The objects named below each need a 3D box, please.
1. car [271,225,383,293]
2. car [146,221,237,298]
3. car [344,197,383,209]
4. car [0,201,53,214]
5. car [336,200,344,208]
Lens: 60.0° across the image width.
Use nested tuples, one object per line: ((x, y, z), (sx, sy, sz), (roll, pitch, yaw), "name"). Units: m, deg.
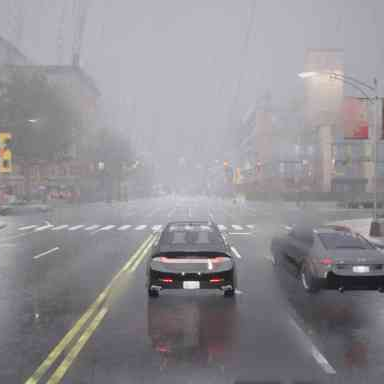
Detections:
((3.479, 1.564, 8.867), (1.994, 1.385, 4.181), (0, 0, 0), "car")
((-0.020, 1.492, 8.530), (2.128, 1.511, 4.902), (0, 0, 0), "car")
((23.014, 1.478, 43.096), (5.008, 1.535, 1.882), (0, 0, 0), "car")
((-17.113, 1.601, 34.625), (4.718, 1.301, 1.895), (0, 0, 0), "car")
((22.793, 1.492, 46.591), (4.902, 1.511, 2.128), (0, 0, 0), "car")
